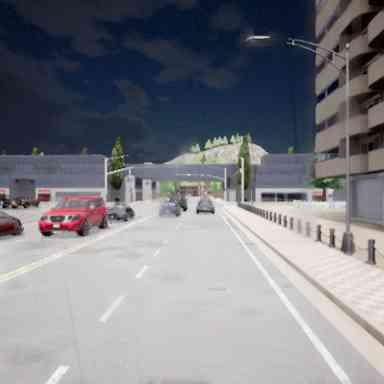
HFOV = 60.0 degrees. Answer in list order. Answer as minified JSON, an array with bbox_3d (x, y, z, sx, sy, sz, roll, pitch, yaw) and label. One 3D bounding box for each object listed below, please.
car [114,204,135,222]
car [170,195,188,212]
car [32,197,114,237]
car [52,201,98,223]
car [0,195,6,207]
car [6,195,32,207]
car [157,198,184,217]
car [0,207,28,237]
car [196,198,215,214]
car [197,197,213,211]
[{"bbox_3d":[-5.968,1.712,27.263,1.994,1.385,4.181,0,0,2],"label":"car"},{"bbox_3d":[-1.757,1.394,42.413,2.150,2.045,5.566,0,0,2],"label":"car"},{"bbox_3d":[-6.414,1.299,18.758,2.150,2.045,5.566,0,0,2],"label":"car"},{"bbox_3d":[-9.465,1.589,27.406,1.882,1.535,5.008,0,0,2],"label":"car"},{"bbox_3d":[-25.675,1.341,45.728,1.905,1.878,3.866,0,0,2],"label":"car"},{"bbox_3d":[-22.786,1.338,45.546,1.932,1.855,4.605,0,0,2],"label":"car"},{"bbox_3d":[-2.139,1.659,32.747,1.812,1.442,4.674,0,0,2],"label":"car"},{"bbox_3d":[-10.028,1.628,15.996,1.994,1.385,4.181,0,0,2],"label":"car"},{"bbox_3d":[1.492,1.715,36.870,1.994,1.385,4.181,0,0,3],"label":"car"},{"bbox_3d":[1.806,1.538,45.499,2.097,1.767,4.553,0,0,3],"label":"car"}]
